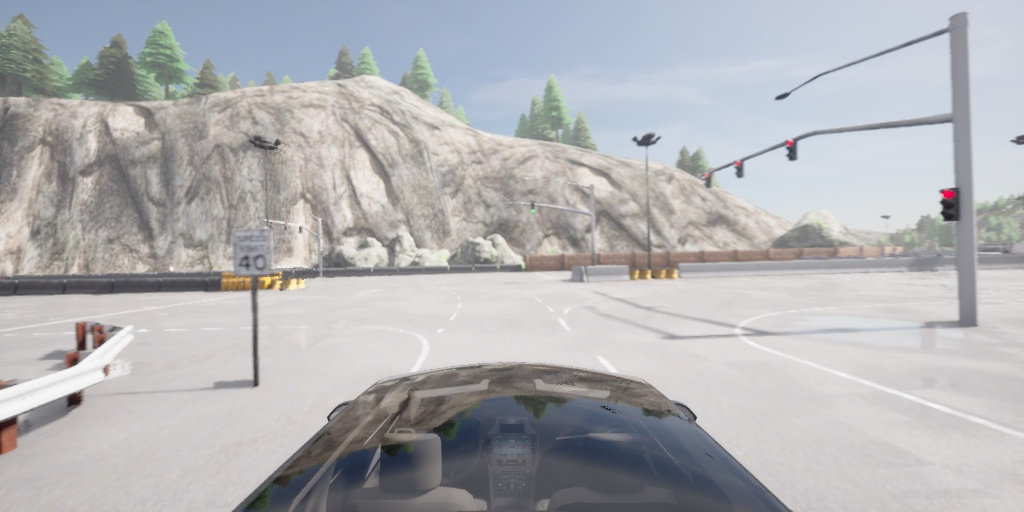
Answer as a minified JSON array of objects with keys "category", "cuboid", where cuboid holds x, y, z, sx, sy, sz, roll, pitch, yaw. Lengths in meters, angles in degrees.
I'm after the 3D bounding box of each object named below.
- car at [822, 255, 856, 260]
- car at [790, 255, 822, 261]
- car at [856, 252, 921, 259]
[{"category":"car","cuboid":[41.616,0.557,44.417,4.181,1.385,1.994,-1,0,-4]},{"category":"car","cuboid":[40.070,0.599,47.793,5.357,1.411,2.033,-1,0,-3]},{"category":"car","cuboid":[43.046,0.430,41.079,4.902,1.511,2.128,-1,0,-5]}]
